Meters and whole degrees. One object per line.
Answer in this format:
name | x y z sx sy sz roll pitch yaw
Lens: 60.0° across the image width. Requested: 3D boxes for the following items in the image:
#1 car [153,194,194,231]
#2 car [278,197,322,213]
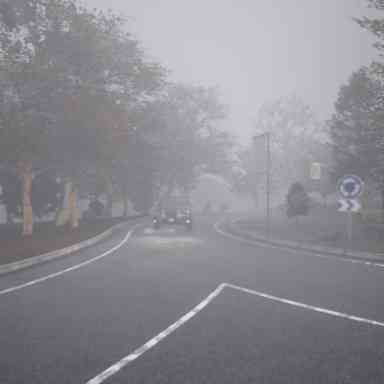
car | -1.046 1.181 20.915 2.150 2.045 5.566 0 0 2
car | 11.756 1.346 36.465 4.553 1.767 2.097 -1 0 -10
